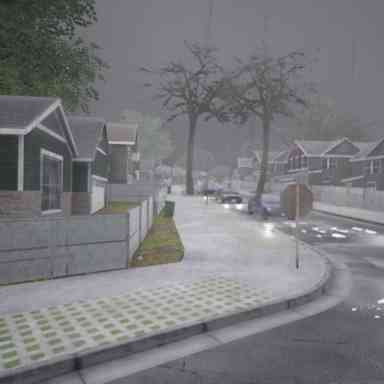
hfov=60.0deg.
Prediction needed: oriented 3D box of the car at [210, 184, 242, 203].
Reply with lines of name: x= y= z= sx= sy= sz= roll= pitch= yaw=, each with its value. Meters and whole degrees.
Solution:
car: x=3.415 y=0.255 z=32.087 sx=2.033 sy=1.411 sz=5.357 roll=1 pitch=3 yaw=-6

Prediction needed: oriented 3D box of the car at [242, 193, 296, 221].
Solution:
car: x=4.679 y=0.816 z=20.101 sx=1.812 sy=1.442 sz=4.674 roll=1 pitch=3 yaw=-6

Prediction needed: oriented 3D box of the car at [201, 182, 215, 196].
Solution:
car: x=2.294 y=-0.334 z=42.786 sx=1.882 sy=1.535 sz=5.008 roll=1 pitch=3 yaw=-6
